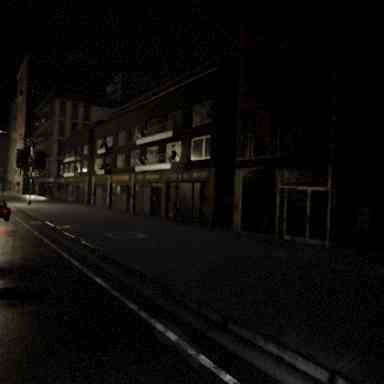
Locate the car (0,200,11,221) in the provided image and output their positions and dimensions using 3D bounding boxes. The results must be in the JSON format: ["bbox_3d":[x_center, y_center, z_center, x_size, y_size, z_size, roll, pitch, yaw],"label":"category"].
[{"bbox_3d":[-12.808,1.099,21.268,1.895,1.301,4.718,2,0,-33],"label":"car"}]
